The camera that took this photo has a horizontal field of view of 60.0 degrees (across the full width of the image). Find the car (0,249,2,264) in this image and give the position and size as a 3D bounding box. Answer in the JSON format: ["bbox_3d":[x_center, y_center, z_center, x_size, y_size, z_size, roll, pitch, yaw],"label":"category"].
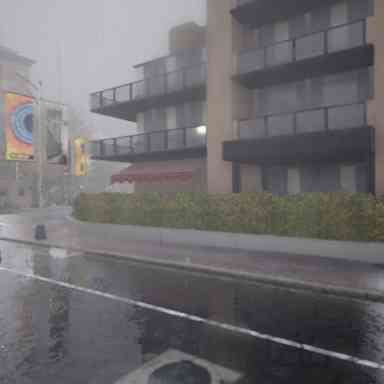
[{"bbox_3d":[-7.310,1.676,9.193,4.718,1.301,1.895,0,0,35],"label":"car"}]
